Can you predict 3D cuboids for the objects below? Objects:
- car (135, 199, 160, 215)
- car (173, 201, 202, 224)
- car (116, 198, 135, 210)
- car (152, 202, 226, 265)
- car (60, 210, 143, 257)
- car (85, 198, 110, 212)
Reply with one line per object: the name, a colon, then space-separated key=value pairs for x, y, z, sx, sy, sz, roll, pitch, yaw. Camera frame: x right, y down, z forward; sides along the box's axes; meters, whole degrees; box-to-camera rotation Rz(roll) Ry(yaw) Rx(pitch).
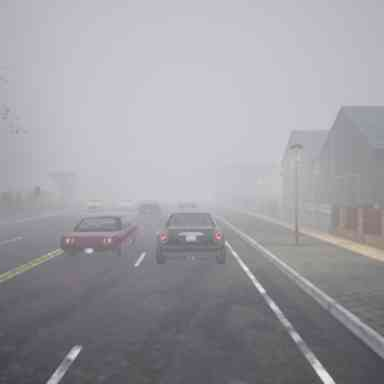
car: x=-3.746 y=1.422 z=30.767 sx=1.882 sy=1.535 sz=5.008 roll=0 pitch=0 yaw=-2
car: x=-0.356 y=1.499 z=25.696 sx=2.033 sy=1.411 sz=5.357 roll=0 pitch=0 yaw=-1
car: x=-7.456 y=1.458 z=38.591 sx=1.812 sy=1.442 sz=4.674 roll=0 pitch=0 yaw=-2
car: x=-0.047 y=1.333 z=11.690 sx=2.097 sy=1.767 sz=4.553 roll=0 pitch=0 yaw=-1
car: x=-3.304 y=1.579 z=12.860 sx=1.895 sy=1.301 sz=4.718 roll=0 pitch=0 yaw=0
car: x=-10.680 y=1.415 z=37.832 sx=1.882 sy=1.535 sz=5.008 roll=0 pitch=0 yaw=-2
